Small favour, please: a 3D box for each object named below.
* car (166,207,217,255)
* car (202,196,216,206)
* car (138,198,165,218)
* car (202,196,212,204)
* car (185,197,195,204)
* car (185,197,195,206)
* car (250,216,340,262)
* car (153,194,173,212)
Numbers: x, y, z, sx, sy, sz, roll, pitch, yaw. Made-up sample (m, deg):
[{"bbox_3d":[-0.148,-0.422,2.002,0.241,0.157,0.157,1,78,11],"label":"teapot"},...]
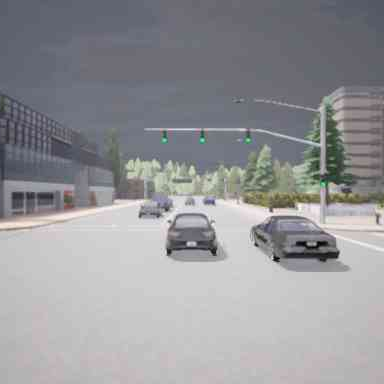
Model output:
[{"bbox_3d":[-0.033,1.558,13.306,1.812,1.442,4.674,0,0,-1],"label":"car"},{"bbox_3d":[3.179,1.620,59.324,1.882,1.535,5.008,0,0,0],"label":"car"},{"bbox_3d":[-3.846,1.604,31.221,1.812,1.442,4.674,0,0,-1],"label":"car"},{"bbox_3d":[3.160,1.668,69.465,1.837,1.490,4.892,0,0,0],"label":"car"},{"bbox_3d":[-0.340,1.721,69.395,1.994,1.385,4.181,0,0,0],"label":"car"},{"bbox_3d":[-0.319,1.691,59.061,2.033,1.411,5.357,0,0,0],"label":"car"},{"bbox_3d":[3.481,1.576,12.254,2.033,1.411,5.357,0,0,-1],"label":"car"},{"bbox_3d":[-3.857,1.322,40.651,2.150,2.045,5.566,0,0,0],"label":"car"}]
